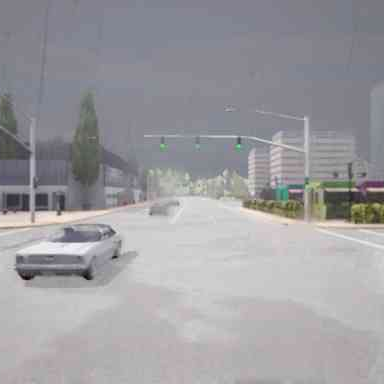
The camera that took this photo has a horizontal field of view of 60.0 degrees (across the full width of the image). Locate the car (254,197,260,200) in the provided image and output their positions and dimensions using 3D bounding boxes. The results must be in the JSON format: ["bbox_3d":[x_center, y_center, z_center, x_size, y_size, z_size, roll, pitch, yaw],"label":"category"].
[{"bbox_3d":[18.148,1.749,81.939,3.866,1.878,1.905,0,0,-1],"label":"car"}]

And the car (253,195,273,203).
[{"bbox_3d":[18.140,1.767,84.833,4.605,1.855,1.932,0,0,-1],"label":"car"}]

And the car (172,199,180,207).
[{"bbox_3d":[-3.235,1.988,59.856,1.994,1.385,4.181,0,0,0],"label":"car"}]

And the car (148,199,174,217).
[{"bbox_3d":[-3.342,1.808,34.820,2.033,1.411,5.357,0,0,0],"label":"car"}]

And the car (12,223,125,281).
[{"bbox_3d":[-3.447,1.679,10.237,1.895,1.301,4.718,0,0,0],"label":"car"}]
